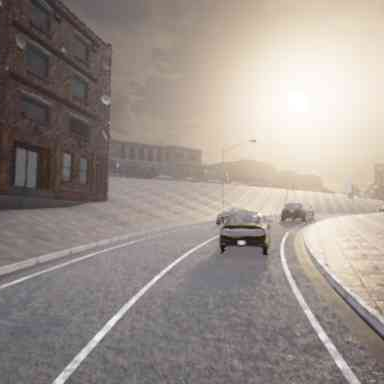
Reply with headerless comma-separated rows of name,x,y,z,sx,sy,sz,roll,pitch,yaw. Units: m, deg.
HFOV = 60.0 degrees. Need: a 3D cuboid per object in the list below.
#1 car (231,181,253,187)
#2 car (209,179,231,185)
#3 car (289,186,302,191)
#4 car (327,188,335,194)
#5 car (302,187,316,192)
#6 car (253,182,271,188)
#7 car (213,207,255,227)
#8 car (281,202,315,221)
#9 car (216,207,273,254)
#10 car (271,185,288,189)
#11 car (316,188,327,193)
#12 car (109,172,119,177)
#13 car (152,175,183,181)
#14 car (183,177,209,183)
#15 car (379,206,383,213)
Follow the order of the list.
car,9.355,-1.459,68.269,5.008,1.535,2.097,3,-5,-33
car,4.700,-1.685,65.258,4.674,1.452,2.002,3,-5,-32
car,23.014,-0.566,77.957,4.674,1.452,2.002,4,-6,-37
car,35.951,0.119,88.444,5.566,2.045,2.435,5,-6,-40
car,27.294,-0.314,81.275,4.892,1.521,2.231,4,-6,-38
car,13.925,-1.311,71.371,4.553,1.767,2.185,3,-6,-34
car,3.475,1.951,27.052,1.994,1.385,4.181,-2,-2,28
car,9.853,1.731,30.676,2.097,1.767,4.553,-3,-2,33
car,2.333,1.593,14.052,2.128,1.511,4.902,-1,-1,14
car,18.585,-0.864,74.676,4.792,1.488,2.163,4,-6,-35
car,31.665,-0.111,84.829,4.553,1.767,2.185,4,-6,-39
car,-14.187,-2.759,54.008,4.553,1.767,2.185,3,-5,-30
car,-4.767,-2.207,59.548,4.892,1.521,2.231,3,-5,-30
car,-0.019,-1.979,62.354,4.892,1.521,2.231,3,-5,-31
car,33.393,2.695,55.699,4.902,1.511,2.128,1,-4,-29
